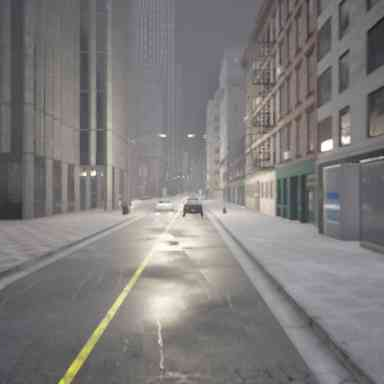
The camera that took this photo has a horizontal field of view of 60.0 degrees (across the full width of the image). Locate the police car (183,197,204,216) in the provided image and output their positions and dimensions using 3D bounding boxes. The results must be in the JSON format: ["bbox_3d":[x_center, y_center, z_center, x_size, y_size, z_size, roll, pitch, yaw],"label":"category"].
[{"bbox_3d":[0.110,1.430,32.452,1.930,1.638,5.238,0,0,0],"label":"police car"}]

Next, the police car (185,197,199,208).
[{"bbox_3d":[0.030,1.515,50.437,2.038,1.542,4.974,0,0,0],"label":"police car"}]

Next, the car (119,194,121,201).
[{"bbox_3d":[-19.596,1.569,89.110,5.009,1.841,2.192,-1,0,0],"label":"car"}]

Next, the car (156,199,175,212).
[{"bbox_3d":[-3.069,1.533,38.339,1.812,1.442,4.674,0,0,0],"label":"car"}]
